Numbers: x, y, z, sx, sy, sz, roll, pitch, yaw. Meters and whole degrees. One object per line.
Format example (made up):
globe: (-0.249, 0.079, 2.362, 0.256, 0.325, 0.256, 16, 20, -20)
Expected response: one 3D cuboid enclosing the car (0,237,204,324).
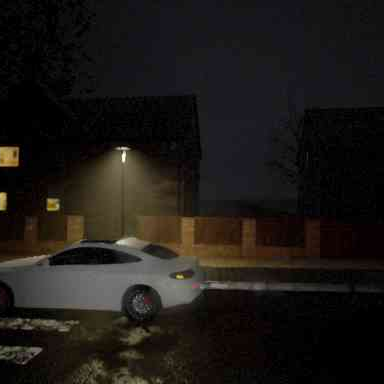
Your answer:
car: (-2.086, 1.707, 7.059, 4.674, 1.442, 1.812, 0, -2, 7)
